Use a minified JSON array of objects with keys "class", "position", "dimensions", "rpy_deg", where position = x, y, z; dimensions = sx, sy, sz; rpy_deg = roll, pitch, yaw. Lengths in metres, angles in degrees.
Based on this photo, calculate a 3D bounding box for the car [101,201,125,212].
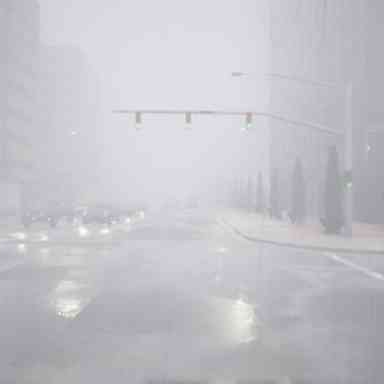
[{"class":"car","position":[-10.549,1.918,45.017],"dimensions":[2.033,1.411,5.357],"rpy_deg":[0,0,0]}]

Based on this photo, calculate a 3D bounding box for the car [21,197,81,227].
[{"class":"car","position":[-10.577,1.431,24.986],"dimensions":[2.150,2.045,5.566],"rpy_deg":[0,0,0]}]

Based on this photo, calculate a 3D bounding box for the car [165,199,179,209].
[{"class":"car","position":[-3.458,1.980,54.926],"dimensions":[1.837,1.490,4.892],"rpy_deg":[0,0,0]}]

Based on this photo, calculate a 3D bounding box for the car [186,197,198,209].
[{"class":"car","position":[0.041,2.030,54.353],"dimensions":[2.033,1.411,5.357],"rpy_deg":[0,0,0]}]

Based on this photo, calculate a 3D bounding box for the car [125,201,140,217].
[{"class":"car","position":[-7.067,1.831,35.313],"dimensions":[1.812,1.442,4.674],"rpy_deg":[0,0,-1]}]

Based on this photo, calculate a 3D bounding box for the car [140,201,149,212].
[{"class":"car","position":[-7.049,1.948,45.192],"dimensions":[1.994,1.385,4.181],"rpy_deg":[0,0,0]}]

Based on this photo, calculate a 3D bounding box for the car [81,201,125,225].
[{"class":"car","position":[-7.078,1.585,26.331],"dimensions":[2.097,1.767,4.553],"rpy_deg":[0,0,0]}]

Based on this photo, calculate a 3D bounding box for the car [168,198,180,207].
[{"class":"car","position":[-3.452,2.041,64.253],"dimensions":[2.128,1.511,4.902],"rpy_deg":[0,0,0]}]

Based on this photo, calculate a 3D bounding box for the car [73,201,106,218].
[{"class":"car","position":[-10.570,1.765,34.685],"dimensions":[1.882,1.535,5.008],"rpy_deg":[0,0,0]}]
